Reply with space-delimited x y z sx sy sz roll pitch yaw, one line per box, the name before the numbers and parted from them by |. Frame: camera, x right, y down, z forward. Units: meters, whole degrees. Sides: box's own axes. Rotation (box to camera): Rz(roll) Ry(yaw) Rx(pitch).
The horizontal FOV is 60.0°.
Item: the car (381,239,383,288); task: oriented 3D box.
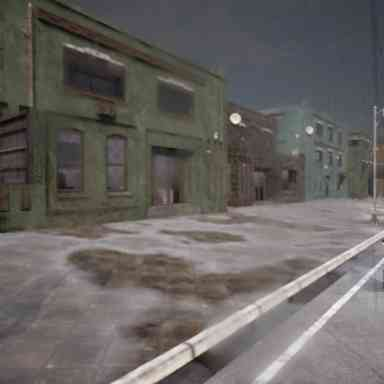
car | 5.931 1.502 8.012 1.837 1.490 4.892 1 0 38
